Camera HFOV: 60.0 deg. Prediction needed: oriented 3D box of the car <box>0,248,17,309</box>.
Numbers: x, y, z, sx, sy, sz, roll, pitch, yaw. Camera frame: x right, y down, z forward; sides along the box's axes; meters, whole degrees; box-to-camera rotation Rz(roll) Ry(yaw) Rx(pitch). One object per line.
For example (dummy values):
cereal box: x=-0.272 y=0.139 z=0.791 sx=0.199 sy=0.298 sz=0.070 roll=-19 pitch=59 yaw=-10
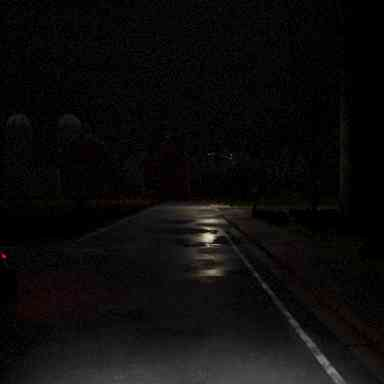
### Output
car: x=-5.460 y=1.343 z=5.281 sx=2.097 sy=1.767 sz=4.553 roll=0 pitch=0 yaw=42
